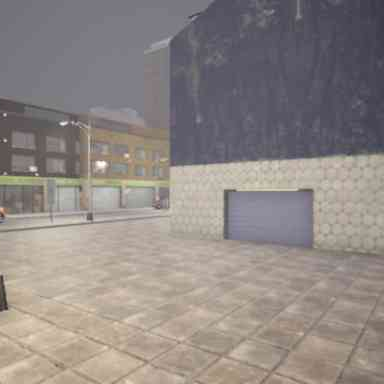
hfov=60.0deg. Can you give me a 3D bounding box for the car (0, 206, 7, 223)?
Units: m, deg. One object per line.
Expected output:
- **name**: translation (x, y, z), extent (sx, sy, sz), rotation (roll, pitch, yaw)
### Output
- **car**: translation (-15.692, 1.389, 23.310), extent (2.097, 1.767, 4.553), rotation (0, 0, 38)

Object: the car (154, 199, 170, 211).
- **car**: translation (-2.766, 1.563, 41.451), extent (1.994, 1.385, 4.181), rotation (0, 0, 36)
